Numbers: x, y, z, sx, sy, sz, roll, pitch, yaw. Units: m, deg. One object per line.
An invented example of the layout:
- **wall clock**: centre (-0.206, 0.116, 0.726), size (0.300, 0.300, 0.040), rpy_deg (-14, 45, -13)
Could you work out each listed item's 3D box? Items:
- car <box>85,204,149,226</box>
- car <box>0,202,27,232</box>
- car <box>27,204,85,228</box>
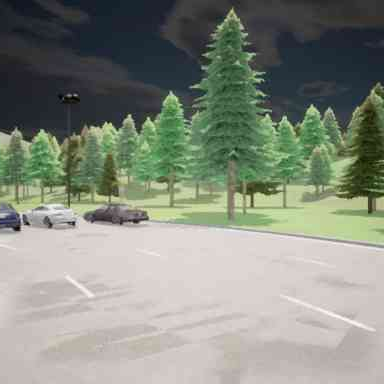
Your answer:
- **car**: centre (-5.417, 1.544, 23.453), size (5.357, 1.411, 2.033), rpy_deg (0, 0, 38)
- **car**: centre (-11.752, 1.348, 19.185), size (4.553, 1.767, 2.097), rpy_deg (0, 0, 40)
- **car**: centre (-9.437, 1.522, 22.048), size (4.674, 1.442, 1.812), rpy_deg (0, 0, 38)
